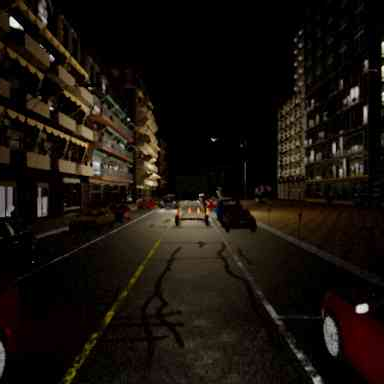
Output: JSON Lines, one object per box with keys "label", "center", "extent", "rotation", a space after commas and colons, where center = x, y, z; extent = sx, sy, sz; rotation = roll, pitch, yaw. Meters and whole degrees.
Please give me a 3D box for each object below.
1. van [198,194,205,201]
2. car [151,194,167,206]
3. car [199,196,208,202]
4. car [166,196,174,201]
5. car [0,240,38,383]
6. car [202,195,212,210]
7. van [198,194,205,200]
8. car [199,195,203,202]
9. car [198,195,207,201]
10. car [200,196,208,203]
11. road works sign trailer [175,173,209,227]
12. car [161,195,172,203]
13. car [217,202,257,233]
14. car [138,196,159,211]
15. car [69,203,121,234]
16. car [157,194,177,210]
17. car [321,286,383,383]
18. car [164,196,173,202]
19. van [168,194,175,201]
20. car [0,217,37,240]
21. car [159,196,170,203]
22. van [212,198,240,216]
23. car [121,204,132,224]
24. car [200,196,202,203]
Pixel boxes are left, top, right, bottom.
{"label": "van", "center": [2.677, 1.467, 91.437], "extent": [1.690, 1.788, 3.998], "rotation": [0, 0, 0]}
{"label": "car", "center": [-5.701, 1.373, 58.276], "extent": [2.192, 1.841, 5.009], "rotation": [0, 0, 0]}
{"label": "car", "center": [2.679, 1.666, 80.383], "extent": [1.947, 1.339, 4.313], "rotation": [0, 0, 0]}
{"label": "car", "center": [-5.701, 1.658, 85.909], "extent": [1.887, 1.381, 4.507], "rotation": [0, 0, 0]}
{"label": "car", "center": [-3.102, 1.478, 2.169], "extent": [1.882, 1.535, 5.008], "rotation": [0, 0, 0]}
{"label": "car", "center": [2.681, 1.473, 41.696], "extent": [1.967, 1.590, 4.097], "rotation": [0, 0, 0]}
{"label": "van", "center": [2.679, 1.418, 69.330], "extent": [1.690, 1.788, 3.998], "rotation": [0, 0, 0]}
{"label": "car", "center": [2.680, 1.640, 58.276], "extent": [1.802, 1.307, 4.206], "rotation": [0, 0, 0]}
{"label": "car", "center": [2.678, 1.553, 85.909], "extent": [1.967, 1.590, 4.097], "rotation": [0, 0, 0]}
{"label": "car", "center": [2.680, 1.614, 75.025], "extent": [1.752, 1.417, 4.829], "rotation": [0, 0, 0]}
{"label": "road works sign trailer", "center": [-0.003, 0.476, 23.114], "extent": [2.380, 3.560, 2.880], "rotation": [0, 0, 0]}
{"label": "car", "center": [-5.701, 1.528, 74.855], "extent": [1.967, 1.590, 4.097], "rotation": [0, 0, 0]}
{"label": "car", "center": [2.684, 1.535, 19.760], "extent": [1.752, 1.417, 4.829], "rotation": [0, 0, 0]}
{"label": "car", "center": [-5.698, 1.578, 41.696], "extent": [1.887, 1.381, 4.507], "rotation": [0, 0, 0]}
{"label": "car", "center": [-5.696, 1.535, 19.420], "extent": [1.752, 1.417, 4.829], "rotation": [0, 0, 0]}
{"label": "car", "center": [-3.089, 1.388, 44.461], "extent": [2.097, 1.767, 4.553], "rotation": [0, 0, 0]}
{"label": "car", "center": [2.685, 1.546, 3.010], "extent": [1.887, 1.381, 4.507], "rotation": [0, 0, 0]}
{"label": "car", "center": [-5.701, 1.666, 80.382], "extent": [1.947, 1.339, 4.313], "rotation": [0, 0, 0]}
{"label": "van", "center": [-5.704, 1.467, 91.436], "extent": [1.690, 1.788, 3.998], "rotation": [0, 0, 0]}
{"label": "car", "center": [-5.697, 1.443, 8.536], "extent": [1.967, 1.590, 4.097], "rotation": [0, 0, 0]}
{"label": "car", "center": [-5.700, 1.628, 69.329], "extent": [2.008, 1.369, 4.403], "rotation": [0, 0, 0]}
{"label": "van", "center": [2.682, 1.354, 25.116], "extent": [1.690, 1.788, 3.998], "rotation": [0, 0, 0]}
{"label": "car", "center": [-5.697, 1.558, 25.115], "extent": [1.887, 1.381, 4.507], "rotation": [0, 0, 0]}
{"label": "car", "center": [2.681, 1.631, 52.750], "extent": [1.802, 1.307, 4.206], "rotation": [0, 0, 0]}
